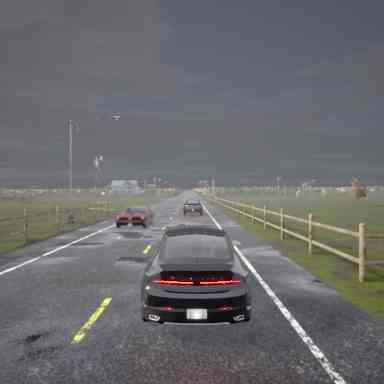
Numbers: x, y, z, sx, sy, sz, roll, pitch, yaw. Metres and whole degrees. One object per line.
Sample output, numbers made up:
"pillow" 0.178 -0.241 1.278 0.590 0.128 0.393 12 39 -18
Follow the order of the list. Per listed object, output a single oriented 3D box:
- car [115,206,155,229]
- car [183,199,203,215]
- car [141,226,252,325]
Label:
"car" -3.603 1.596 21.531 1.895 1.301 4.718 0 0 0
"car" 0.094 1.478 33.200 2.128 1.511 4.902 0 0 0
"car" 0.077 1.505 7.211 1.837 1.490 4.892 0 0 0
